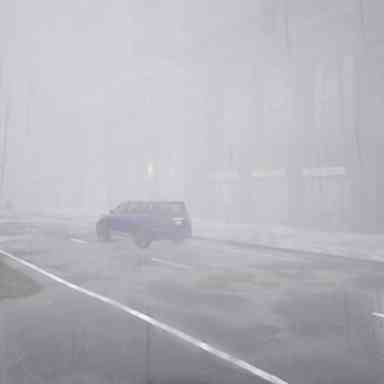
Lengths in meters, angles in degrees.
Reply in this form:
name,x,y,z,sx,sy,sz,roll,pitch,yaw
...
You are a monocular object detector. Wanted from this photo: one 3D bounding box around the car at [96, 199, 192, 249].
name,x,y,z,sx,sy,sz,roll,pitch,yaw
car,-2.390,1.361,15.602,2.150,2.045,5.566,0,0,-43
